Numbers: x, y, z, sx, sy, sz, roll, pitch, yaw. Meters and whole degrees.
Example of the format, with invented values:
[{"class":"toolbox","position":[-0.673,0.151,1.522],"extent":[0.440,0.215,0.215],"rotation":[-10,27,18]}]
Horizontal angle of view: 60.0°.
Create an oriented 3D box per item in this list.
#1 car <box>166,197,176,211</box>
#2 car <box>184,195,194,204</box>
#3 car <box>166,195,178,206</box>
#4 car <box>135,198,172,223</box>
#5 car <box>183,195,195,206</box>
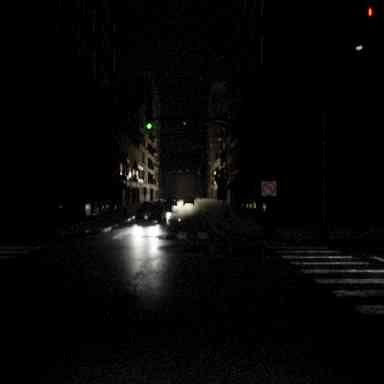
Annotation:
[{"class":"car","position":[-3.184,1.527,36.864],"extent":[1.994,1.385,4.181],"rotation":[0,0,0]},{"class":"car","position":[-0.623,1.442,64.322],"extent":[1.837,1.490,4.892],"rotation":[0,0,-1]},{"class":"car","position":[-3.318,1.299,51.634],"extent":[2.097,1.767,4.553],"rotation":[0,0,0]},{"class":"car","position":[-3.031,1.467,25.235],"extent":[2.128,1.511,4.902],"rotation":[0,0,3]},{"class":"car","position":[-0.522,1.450,53.903],"extent":[1.837,1.490,4.892],"rotation":[0,0,-1]}]
